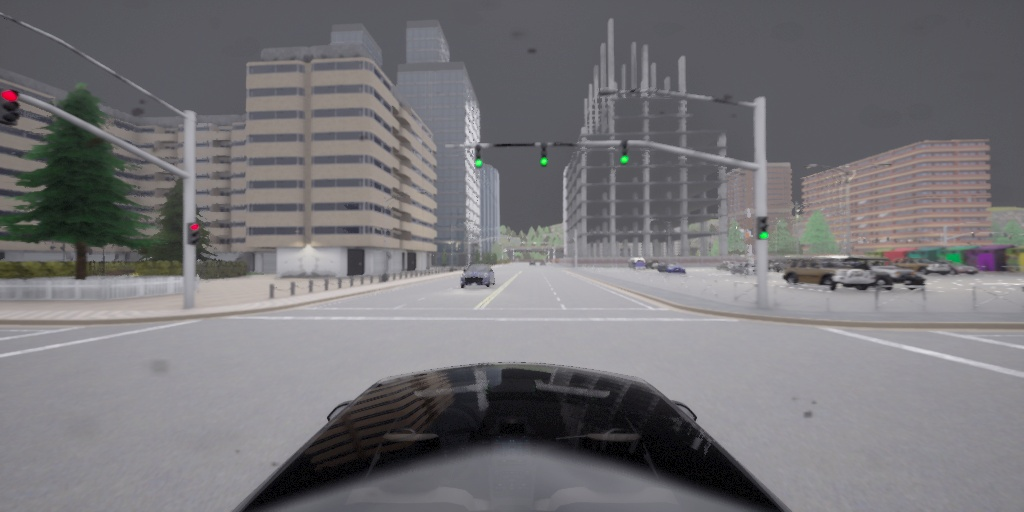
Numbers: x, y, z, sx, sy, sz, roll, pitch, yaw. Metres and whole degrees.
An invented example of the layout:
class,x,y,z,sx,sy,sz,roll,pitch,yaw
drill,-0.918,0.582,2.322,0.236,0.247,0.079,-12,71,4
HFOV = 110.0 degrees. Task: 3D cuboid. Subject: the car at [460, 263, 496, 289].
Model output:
class,x,y,z,sx,sy,sz,roll,pitch,yaw
car,-2.426,1.335,26.265,2.097,1.767,4.553,0,-1,4
